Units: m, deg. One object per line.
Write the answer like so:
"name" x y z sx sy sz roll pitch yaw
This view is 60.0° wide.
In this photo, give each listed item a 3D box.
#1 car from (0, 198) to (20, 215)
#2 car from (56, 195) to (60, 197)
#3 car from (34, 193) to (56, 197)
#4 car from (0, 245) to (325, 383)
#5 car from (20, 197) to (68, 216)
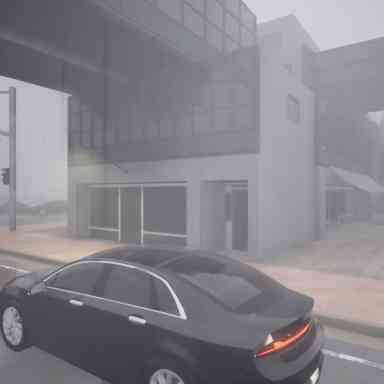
"car" -18.377 1.564 33.151 1.994 1.385 4.181 0 0 36
"car" -29.522 1.364 72.196 3.905 1.438 1.784 0 0 35
"car" -31.249 1.153 69.870 4.605 1.855 1.932 0 0 35
"car" -0.809 1.505 4.569 4.892 1.490 1.837 0 0 36
"car" -14.000 1.505 33.205 1.837 1.490 4.892 0 0 36
